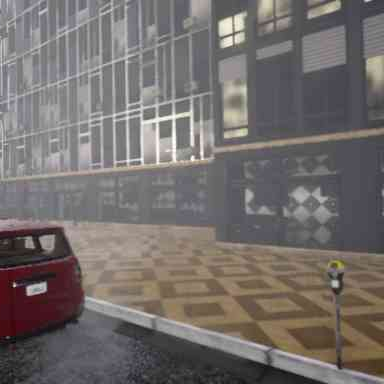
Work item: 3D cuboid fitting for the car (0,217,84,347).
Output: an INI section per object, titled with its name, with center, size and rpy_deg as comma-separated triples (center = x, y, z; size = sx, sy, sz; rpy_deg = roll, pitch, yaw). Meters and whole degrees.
[car]
center = -3.965, 1.366, 5.727
size = 5.009, 1.841, 2.192
rpy_deg = -1, -1, 36
